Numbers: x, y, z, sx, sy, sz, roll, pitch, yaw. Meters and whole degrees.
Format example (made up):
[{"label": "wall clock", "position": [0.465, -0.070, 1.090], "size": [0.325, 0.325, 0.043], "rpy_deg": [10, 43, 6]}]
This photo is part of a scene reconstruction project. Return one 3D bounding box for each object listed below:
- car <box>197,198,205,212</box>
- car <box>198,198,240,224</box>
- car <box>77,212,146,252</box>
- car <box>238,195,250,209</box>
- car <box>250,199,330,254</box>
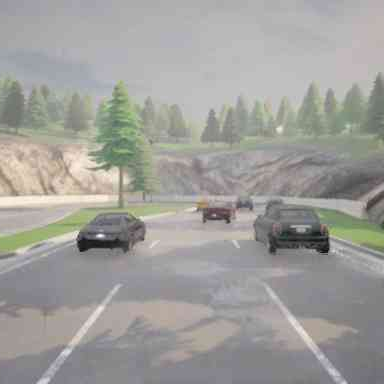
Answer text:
[{"label": "car", "position": [1.876, 1.386, 36.771], "size": [1.882, 1.535, 5.008], "rpy_deg": [0, 0, 15]}, {"label": "car", "position": [2.119, 1.416, 24.576], "size": [1.882, 1.535, 5.008], "rpy_deg": [0, 0, 15]}, {"label": "car", "position": [-3.173, 1.529, 13.850], "size": [1.994, 1.385, 4.181], "rpy_deg": [0, 0, 3]}, {"label": "car", "position": [6.298, 1.250, 40.734], "size": [2.097, 1.767, 4.553], "rpy_deg": [0, 0, 8]}, {"label": "car", "position": [3.809, 1.318, 13.460], "size": [2.097, 1.767, 4.553], "rpy_deg": [0, 0, 2]}]
